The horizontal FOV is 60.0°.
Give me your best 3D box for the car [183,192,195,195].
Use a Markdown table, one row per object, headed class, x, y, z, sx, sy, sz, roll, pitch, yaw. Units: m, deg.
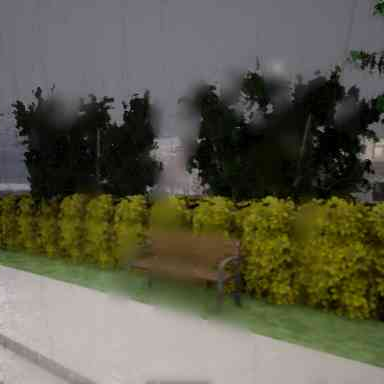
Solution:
| class | x | y | z | sx | sy | sz | roll | pitch | yaw |
| --- | --- | --- | --- | --- | --- | --- | --- | --- | --- |
| car | -0.273 | 0.672 | 68.261 | 2.033 | 1.411 | 5.357 | 0 | 1 | 35 |
